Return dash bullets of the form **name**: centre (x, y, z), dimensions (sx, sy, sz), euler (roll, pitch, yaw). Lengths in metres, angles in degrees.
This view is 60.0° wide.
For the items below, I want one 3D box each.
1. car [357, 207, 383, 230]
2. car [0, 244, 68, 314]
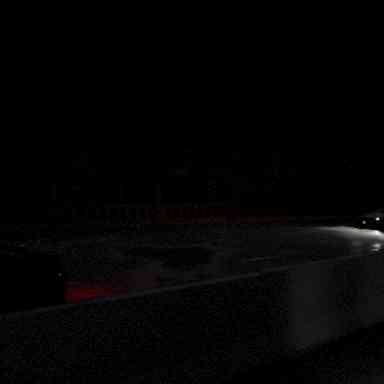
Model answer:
- **car**: centre (13.398, 1.713, 22.550), dimensions (4.674, 1.442, 1.812), euler (1, 0, -22)
- **car**: centre (-4.358, 1.500, 5.024), dimensions (4.674, 1.442, 1.812), euler (1, 0, -35)
